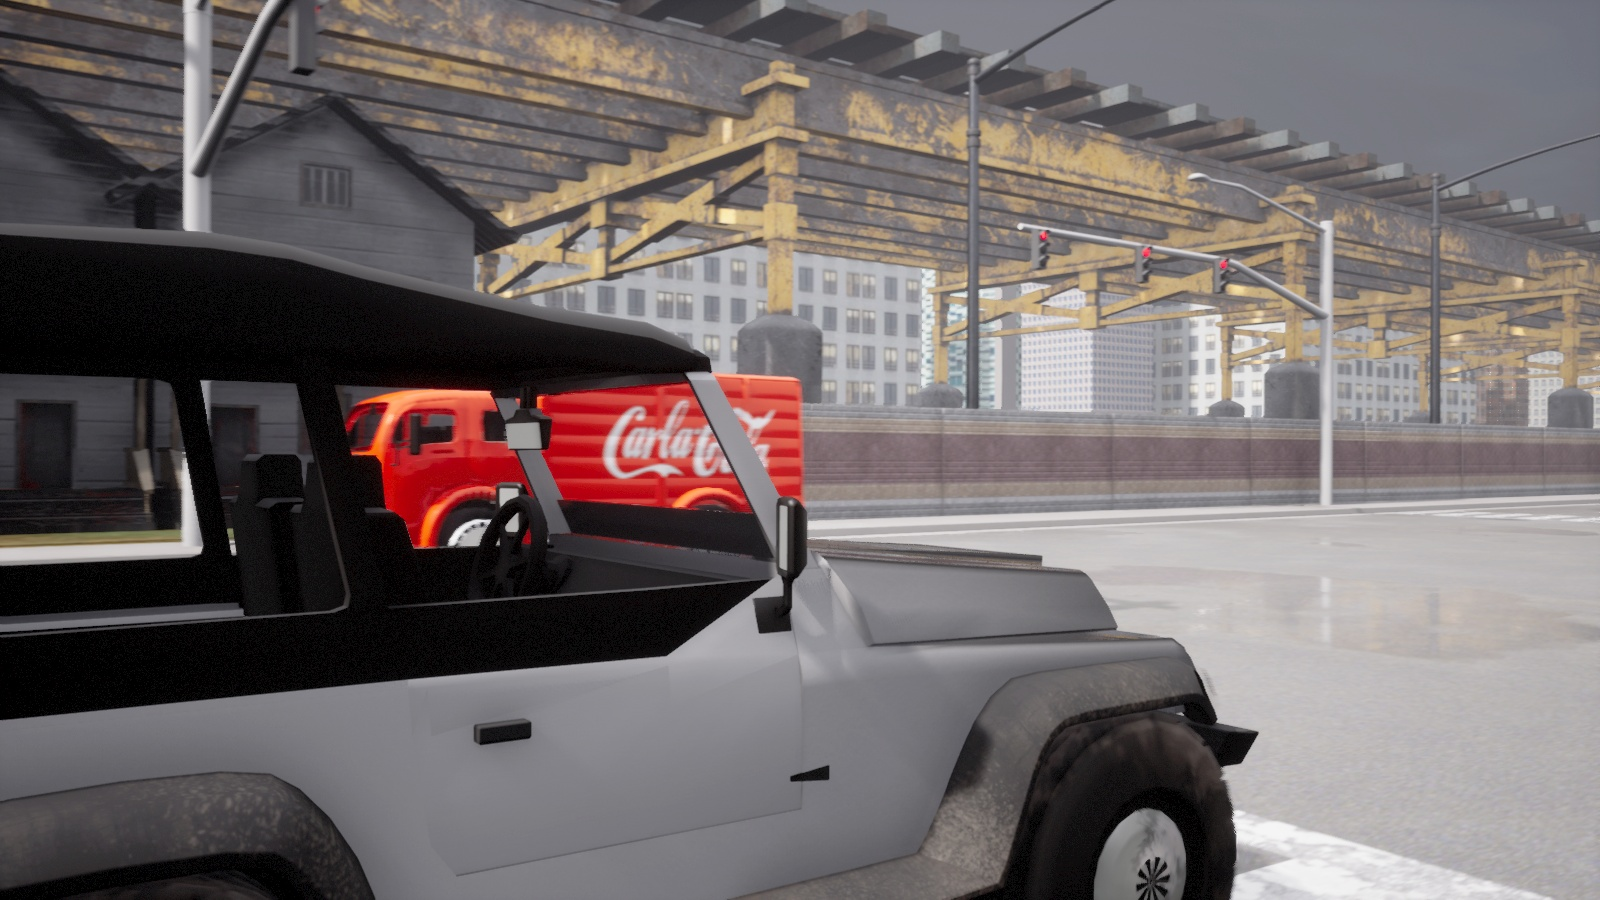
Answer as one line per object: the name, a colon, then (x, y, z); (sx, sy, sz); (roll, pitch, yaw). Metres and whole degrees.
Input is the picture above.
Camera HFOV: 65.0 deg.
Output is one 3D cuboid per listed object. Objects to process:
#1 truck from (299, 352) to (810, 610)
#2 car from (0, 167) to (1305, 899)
truck: (-2.761, 0.307, 14.581); (5.204, 2.467, 2.627); (0, 0, -35)
car: (-0.720, 0.551, 3.177); (3.866, 1.878, 1.905); (0, 0, -35)
